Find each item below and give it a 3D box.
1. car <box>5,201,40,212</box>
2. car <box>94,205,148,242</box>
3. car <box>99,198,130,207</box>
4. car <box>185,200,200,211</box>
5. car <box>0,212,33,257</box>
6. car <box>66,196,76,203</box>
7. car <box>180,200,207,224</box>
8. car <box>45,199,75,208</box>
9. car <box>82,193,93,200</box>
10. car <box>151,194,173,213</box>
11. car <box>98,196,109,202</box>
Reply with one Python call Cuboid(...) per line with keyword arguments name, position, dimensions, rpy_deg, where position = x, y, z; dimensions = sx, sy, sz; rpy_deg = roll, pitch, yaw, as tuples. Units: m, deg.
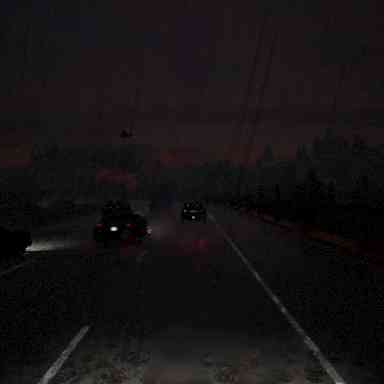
Cuboid(name="car", position=(-17.617, 1.625, 34.729), dimensions=(1.994, 1.385, 4.181), rpy_deg=(0, 0, 0))
Cuboid(name="car", position=(-3.401, 1.580, 16.496), dimensions=(1.994, 1.385, 4.181), rpy_deg=(0, 0, 0))
Cuboid(name="car", position=(-6.901, 1.540, 30.626), dimensions=(2.128, 1.511, 4.902), rpy_deg=(0, 0, 0))
Cuboid(name="car", position=(0.043, 1.688, 43.018), dimensions=(1.895, 1.301, 4.718), rpy_deg=(0, 0, -1))
Cuboid(name="car", position=(-6.901, 1.556, 10.019), dimensions=(2.033, 1.411, 5.357), rpy_deg=(0, 0, 0))
Cuboid(name="car", position=(-26.990, 1.614, 74.236), dimensions=(2.033, 1.411, 5.357), rpy_deg=(0, 0, -21))
Cuboid(name="car", position=(0.099, 1.526, 24.963), dimensions=(2.128, 1.511, 4.902), rpy_deg=(0, 0, 0))
Cuboid(name="car", position=(-14.121, 1.570, 35.878), dimensions=(1.837, 1.490, 4.892), rpy_deg=(0, 0, 0))
Cuboid(name="car", position=(-23.731, 1.293, 75.512), dimensions=(2.150, 2.045, 5.566), rpy_deg=(0, 0, -21))
Cuboid(name="car", position=(-3.403, 1.293, 37.968), dimensions=(2.150, 2.045, 5.566), rpy_deg=(0, 0, 0))
Cuboid(name="car", position=(-20.493, 1.614, 76.840), dimensions=(1.994, 1.385, 4.181), rpy_deg=(0, 0, -21))
